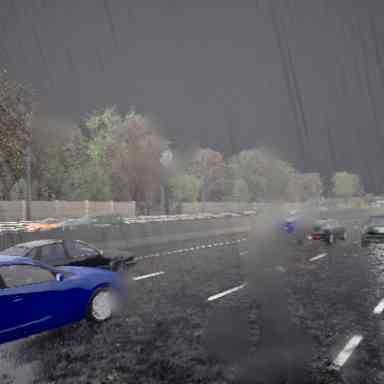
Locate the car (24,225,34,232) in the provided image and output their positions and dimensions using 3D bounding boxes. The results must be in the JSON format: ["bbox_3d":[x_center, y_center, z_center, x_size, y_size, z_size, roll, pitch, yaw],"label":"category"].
[{"bbox_3d":[-13.884,3.384,32.490,2.097,1.767,4.553,-4,-4,39],"label":"car"}]

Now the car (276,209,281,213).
[{"bbox_3d":[17.652,4.247,60.278,1.895,1.301,4.718,-4,-4,39],"label":"car"}]

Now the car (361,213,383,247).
[{"bbox_3d":[10.804,2.014,18.234,2.097,1.767,4.553,-4,-4,39],"label":"car"}]

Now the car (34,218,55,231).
[{"bbox_3d":[-11.176,3.326,30.271,1.882,1.535,5.008,-4,-4,39],"label":"car"}]

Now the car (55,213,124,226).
[{"bbox_3d":[-8.249,2.896,28.352,2.150,2.045,5.566,-4,-4,39],"label":"car"}]

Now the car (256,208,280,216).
[{"bbox_3d":[14.810,4.045,62.347,2.150,2.045,5.566,-4,-4,39],"label":"car"}]

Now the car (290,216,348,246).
[{"bbox_3d":[8.038,2.349,20.365,1.837,1.490,4.892,-4,-4,39],"label":"car"}]

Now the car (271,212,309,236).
[{"bbox_3d":[8.464,2.622,26.459,1.882,1.535,5.008,-4,-4,39],"label":"car"}]

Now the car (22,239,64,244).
[{"bbox_3d":[-4.298,2.218,10.646,2.033,1.411,5.357,-4,-4,39],"label":"car"}]

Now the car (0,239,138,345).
[{"bbox_3d":[-3.524,1.895,6.047,1.882,1.535,5.008,-4,-4,39],"label":"car"}]

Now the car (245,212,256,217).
[{"bbox_3d":[12.022,4.565,64.427,1.994,1.385,4.181,-4,-4,39],"label":"car"}]

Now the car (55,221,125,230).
[{"bbox_3d":[-7.071,3.034,24.219,1.895,1.301,4.718,-4,-4,39],"label":"car"}]
